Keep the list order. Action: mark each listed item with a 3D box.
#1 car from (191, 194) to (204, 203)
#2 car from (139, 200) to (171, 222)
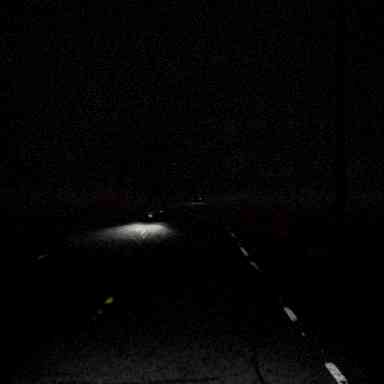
[{"bbox_3d":[1.136,1.231,66.508,2.097,1.767,4.553,0,0,8],"label":"car"},{"bbox_3d":[-2.809,1.418,26.009,2.128,1.511,4.902,0,0,3],"label":"car"}]
